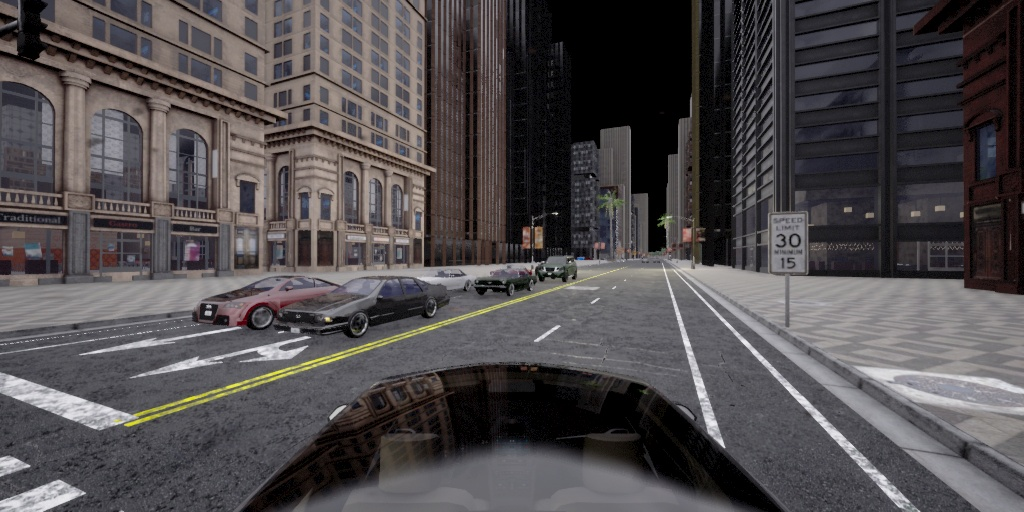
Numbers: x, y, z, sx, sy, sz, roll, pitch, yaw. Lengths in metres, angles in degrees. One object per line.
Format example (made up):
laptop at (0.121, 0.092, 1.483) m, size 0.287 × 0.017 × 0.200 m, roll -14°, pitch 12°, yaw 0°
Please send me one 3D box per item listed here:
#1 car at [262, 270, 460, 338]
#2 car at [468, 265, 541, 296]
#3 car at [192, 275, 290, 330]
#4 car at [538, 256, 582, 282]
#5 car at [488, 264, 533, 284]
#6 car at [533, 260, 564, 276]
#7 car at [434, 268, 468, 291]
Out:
car at (-3.907, 1.299, 10.601) m, size 2.033 × 1.411 × 5.357 m, roll 0°, pitch 0°, yaw 22°
car at (-0.238, 1.357, 19.461) m, size 1.895 × 1.301 × 4.718 m, roll 0°, pitch 0°, yaw 23°
car at (-7.170, 1.316, 11.206) m, size 1.994 × 1.385 × 4.181 m, roll 0°, pitch 0°, yaw 23°
car at (3.858, 0.986, 29.342) m, size 2.150 × 2.045 × 5.566 m, roll 0°, pitch 0°, yaw 22°
car at (-0.010, 1.364, 28.506) m, size 1.895 × 1.301 × 4.718 m, roll 0°, pitch 0°, yaw 23°
car at (3.930, 1.250, 37.921) m, size 1.882 × 1.535 × 5.008 m, roll 0°, pitch 0°, yaw 23°
car at (-3.823, 1.357, 19.303) m, size 1.895 × 1.301 × 4.718 m, roll 0°, pitch 0°, yaw 23°
